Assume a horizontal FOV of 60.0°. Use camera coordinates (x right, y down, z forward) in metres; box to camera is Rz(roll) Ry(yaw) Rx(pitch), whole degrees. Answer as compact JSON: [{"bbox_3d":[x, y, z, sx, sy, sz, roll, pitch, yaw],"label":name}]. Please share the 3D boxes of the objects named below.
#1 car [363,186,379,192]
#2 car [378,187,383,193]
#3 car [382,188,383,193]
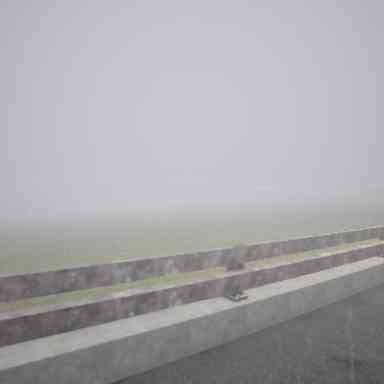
[{"bbox_3d":[44.206,-0.743,82.227,1.837,1.490,4.892,2,3,-1],"label":"car"},{"bbox_3d":[47.677,-0.361,81.374,1.994,1.385,4.181,2,3,-1],"label":"car"},{"bbox_3d":[43.534,-0.172,71.987,1.882,1.535,5.008,2,3,7],"label":"car"}]
